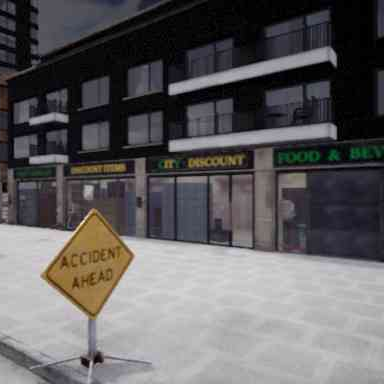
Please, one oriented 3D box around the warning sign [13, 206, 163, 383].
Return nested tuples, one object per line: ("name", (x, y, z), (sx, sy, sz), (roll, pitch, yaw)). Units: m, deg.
("warning sign", (-1.174, 1.126, 3.911), (1.060, 1.860, 1.300), (0, 0, 35))
